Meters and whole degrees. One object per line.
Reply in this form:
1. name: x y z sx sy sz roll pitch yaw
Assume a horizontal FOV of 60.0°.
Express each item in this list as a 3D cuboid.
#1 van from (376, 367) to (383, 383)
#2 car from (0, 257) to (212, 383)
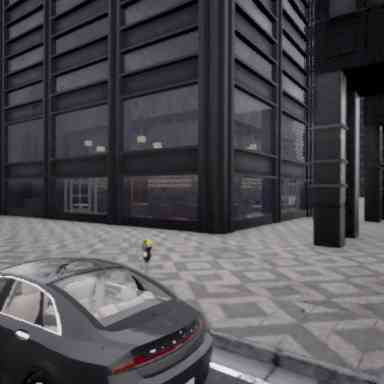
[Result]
1. van: 2.755 1.347 0.997 3.998 1.788 1.690 0 0 35
2. car: -1.836 1.538 4.268 4.403 1.369 2.008 0 0 35
